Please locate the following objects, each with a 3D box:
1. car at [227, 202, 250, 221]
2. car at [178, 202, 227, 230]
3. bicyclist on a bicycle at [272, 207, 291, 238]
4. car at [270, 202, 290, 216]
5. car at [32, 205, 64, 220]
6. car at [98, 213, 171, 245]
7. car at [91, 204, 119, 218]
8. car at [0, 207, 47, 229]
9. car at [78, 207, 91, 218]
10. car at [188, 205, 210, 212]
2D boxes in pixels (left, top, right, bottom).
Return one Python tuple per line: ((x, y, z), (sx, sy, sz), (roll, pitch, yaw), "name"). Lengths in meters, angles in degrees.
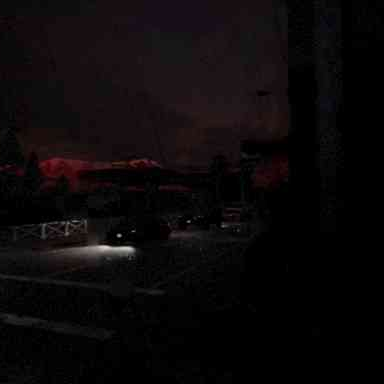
((4.920, 2.106, 36.633), (2.150, 2.045, 5.566), (-1, -2, 22), "car")
((0.798, 1.856, 26.737), (2.150, 2.045, 5.566), (-1, -2, 22), "car")
((5.004, 1.618, 17.279), (1.656, 1.620, 0.582), (-2, -2, 22), "bicyclist on a bicycle")
((13.178, 2.463, 49.571), (2.150, 2.045, 5.566), (0, -2, 6), "car")
((-17.747, 2.497, 40.255), (1.932, 1.855, 4.605), (-1, -2, 22), "car")
((-2.793, 1.976, 17.970), (1.994, 1.385, 4.181), (-1, -2, 22), "car")
((-11.738, 2.596, 46.304), (1.905, 1.878, 3.866), (-1, -2, 22), "car")
((-15.089, 2.324, 28.366), (2.007, 1.523, 4.514), (-1, -2, 22), "car")
((-14.585, 2.960, 48.113), (1.970, 1.475, 3.806), (-1, -2, 22), "car")
((1.585, 3.788, 77.570), (4.611, 1.667, 2.242), (-1, -2, 22), "car")
